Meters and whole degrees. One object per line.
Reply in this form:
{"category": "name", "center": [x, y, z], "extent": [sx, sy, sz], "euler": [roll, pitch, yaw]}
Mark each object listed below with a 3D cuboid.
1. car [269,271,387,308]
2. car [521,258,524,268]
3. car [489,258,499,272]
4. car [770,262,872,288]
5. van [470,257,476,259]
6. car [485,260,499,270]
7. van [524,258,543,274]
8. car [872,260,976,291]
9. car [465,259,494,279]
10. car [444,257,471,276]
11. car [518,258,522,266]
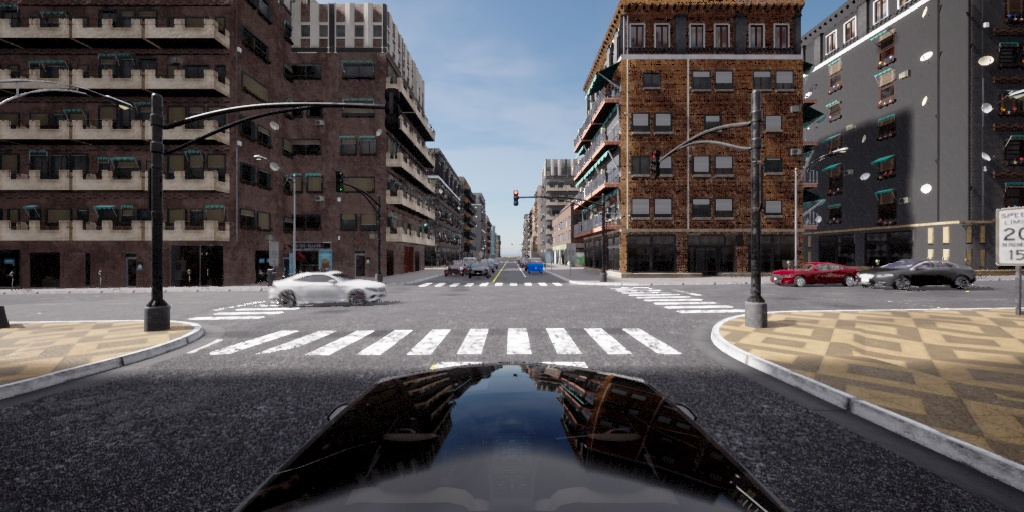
{"category": "car", "center": [-7.835, 1.369, 15.438], "extent": [4.674, 1.442, 1.812], "euler": [-1, 0, 0]}
{"category": "car", "center": [2.541, 1.283, 47.074], "extent": [1.888, 1.381, 4.507], "euler": [0, 0, 0]}
{"category": "car", "center": [-2.961, 1.287, 43.081], "extent": [2.033, 1.411, 5.357], "euler": [0, 0, -1]}
{"category": "car", "center": [17.550, 1.033, 20.827], "extent": [4.507, 1.381, 1.888], "euler": [0, 0, 0]}
{"category": "van", "center": [-5.528, 1.079, 47.053], "extent": [1.690, 1.789, 3.998], "euler": [0, 0, 0]}
{"category": "car", "center": [-2.971, 1.337, 53.443], "extent": [1.895, 1.301, 4.718], "euler": [0, 0, 0]}
{"category": "van", "center": [2.592, 1.081, 40.870], "extent": [1.690, 1.789, 3.998], "euler": [0, 0, 0]}
{"category": "car", "center": [20.549, 0.940, 18.371], "extent": [4.902, 1.511, 2.128], "euler": [-1, 0, 0]}
{"category": "car", "center": [-2.929, 1.248, 33.180], "extent": [1.837, 1.490, 4.892], "euler": [0, 0, 0]}
{"category": "car", "center": [-5.534, 1.182, 35.889], "extent": [1.967, 1.591, 4.097], "euler": [0, 0, 0]}
{"category": "car", "center": [2.419, 1.300, 58.236], "extent": [1.948, 1.339, 4.313], "euler": [0, 0, 0]}
